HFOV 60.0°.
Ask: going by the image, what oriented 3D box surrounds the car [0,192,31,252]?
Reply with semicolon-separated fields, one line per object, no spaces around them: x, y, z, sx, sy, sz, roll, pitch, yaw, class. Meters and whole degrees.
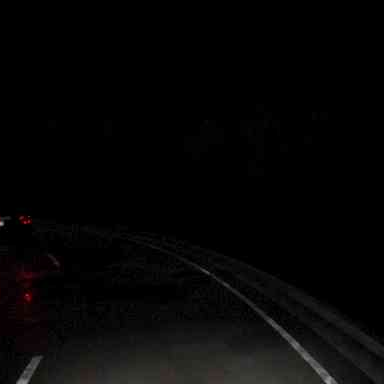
-7.556;1.011;11.944;2.150;2.045;5.566;0;1;-42;car
